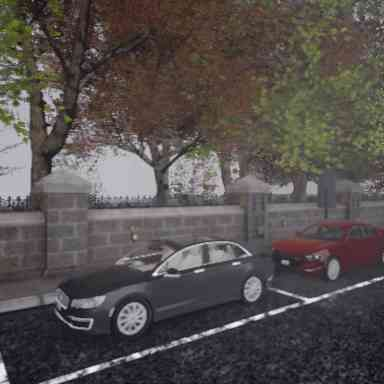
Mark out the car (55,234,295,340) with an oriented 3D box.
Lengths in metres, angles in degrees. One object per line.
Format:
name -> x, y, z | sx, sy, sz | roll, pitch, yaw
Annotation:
car -> -0.286, 1.544, 6.449 | 4.403, 1.369, 2.008 | 0, 0, -36

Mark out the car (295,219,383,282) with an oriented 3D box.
car -> 4.195, 1.527, 9.708 | 4.507, 1.381, 1.887 | 0, 0, -36
